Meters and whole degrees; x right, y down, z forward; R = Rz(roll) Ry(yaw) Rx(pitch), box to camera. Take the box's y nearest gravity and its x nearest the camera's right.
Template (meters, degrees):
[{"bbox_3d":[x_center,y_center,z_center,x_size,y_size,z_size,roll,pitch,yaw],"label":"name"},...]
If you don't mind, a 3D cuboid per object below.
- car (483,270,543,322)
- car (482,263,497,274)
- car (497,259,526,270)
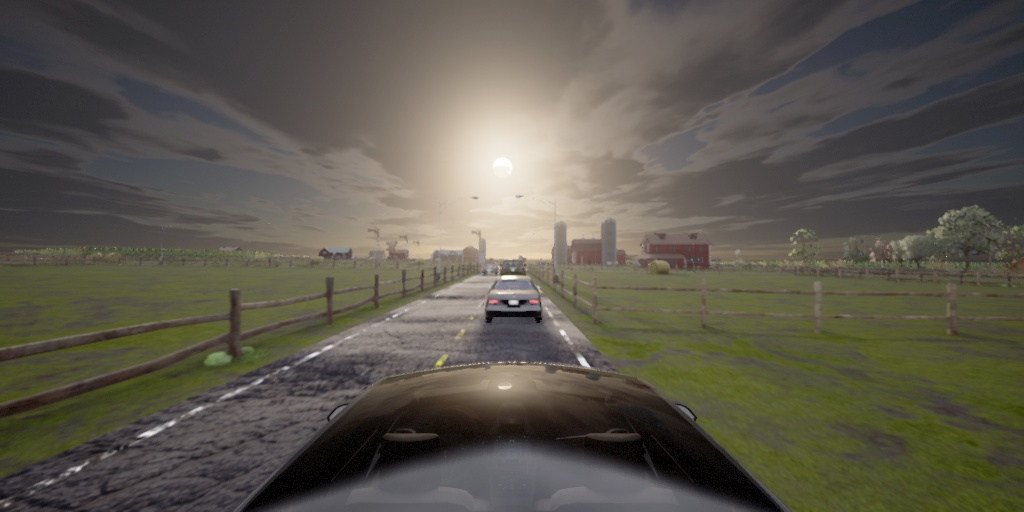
[{"bbox_3d":[0.067,1.410,12.862,2.033,1.411,5.357,0,-1,0],"label":"car"},{"bbox_3d":[-2.827,1.705,47.233,2.128,1.511,4.902,0,-1,0],"label":"car"},{"bbox_3d":[0.092,1.277,31.962,2.150,2.045,5.566,0,-1,0],"label":"car"}]
